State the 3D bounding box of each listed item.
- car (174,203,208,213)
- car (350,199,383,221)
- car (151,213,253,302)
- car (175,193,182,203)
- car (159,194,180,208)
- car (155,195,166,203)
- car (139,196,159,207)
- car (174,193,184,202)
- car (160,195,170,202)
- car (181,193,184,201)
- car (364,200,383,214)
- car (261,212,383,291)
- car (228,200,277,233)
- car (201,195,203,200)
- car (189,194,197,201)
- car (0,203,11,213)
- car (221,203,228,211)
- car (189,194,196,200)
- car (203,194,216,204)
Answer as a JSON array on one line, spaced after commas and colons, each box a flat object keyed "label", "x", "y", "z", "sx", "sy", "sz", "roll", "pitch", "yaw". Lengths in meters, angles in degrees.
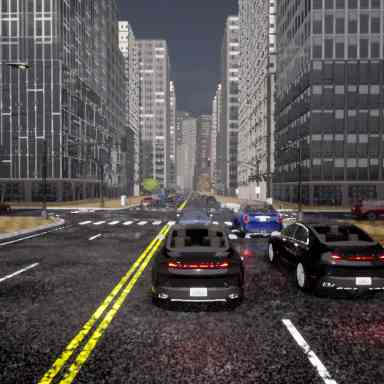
[{"label": "car", "x": 0.146, "y": 1.538, "z": 17.794, "sx": 2.033, "sy": 1.411, "sz": 5.357, "roll": 0, "pitch": 0, "yaw": 0}, {"label": "car", "x": 16.275, "y": 1.519, "z": 28.507, "sx": 5.009, "sy": 1.841, "sz": 2.192, "roll": 1, "pitch": 0, "yaw": 1}, {"label": "car", "x": 0.119, "y": 1.501, "z": 8.239, "sx": 1.837, "sy": 1.490, "sz": 4.892, "roll": 0, "pitch": 0, "yaw": 0}, {"label": "car", "x": -3.183, "y": 1.460, "z": 57.609, "sx": 1.837, "sy": 1.490, "sz": 4.892, "roll": 0, "pitch": 0, "yaw": 0}, {"label": "car", "x": -3.215, "y": 1.471, "z": 48.270, "sx": 1.837, "sy": 1.490, "sz": 4.892, "roll": 0, "pitch": 0, "yaw": 0}, {"label": "car", "x": -6.342, "y": 1.420, "z": 67.651, "sx": 1.882, "sy": 1.535, "sz": 5.008, "roll": 0, "pitch": 0, "yaw": 0}, {"label": "car", "x": -6.460, "y": 1.491, "z": 49.043, "sx": 1.812, "sy": 1.442, "sz": 4.674, "roll": 0, "pitch": 0, "yaw": 2}, {"label": "car", "x": -3.047, "y": 1.154, "z": 77.882, "sx": 2.150, "sy": 2.045, "sz": 5.566, "roll": 0, "pitch": 0, "yaw": 0}, {"label": "car", "x": -6.297, "y": 1.453, "z": 77.922, "sx": 1.812, "sy": 1.442, "sz": 4.674, "roll": 0, "pitch": 0, "yaw": 0}, {"label": "car", "x": -3.098, "y": 1.469, "z": 67.430, "sx": 1.812, "sy": 1.442, "sz": 4.674, "roll": 0, "pitch": 0, "yaw": 1}, {"label": "car", "x": 21.905, "y": 1.643, "z": 36.779, "sx": 4.829, "sy": 1.417, "sz": 1.752, "roll": 1, "pitch": 0, "yaw": 1}, {"label": "car", "x": 3.373, "y": 1.500, "z": 8.946, "sx": 1.837, "sy": 1.490, "sz": 4.892, "roll": 0, "pitch": 0, "yaw": 0}, {"label": "car", "x": 3.395, "y": 1.342, "z": 18.029, "sx": 2.097, "sy": 1.767, "sz": 4.553, "roll": 0, "pitch": 0, "yaw": 0}, {"label": "car", "x": 3.486, "y": 1.387, "z": 90.163, "sx": 1.882, "sy": 1.535, "sz": 5.008, "roll": 0, "pitch": 0, "yaw": 0}, {"label": "car", "x": 0.209, "y": 1.450, "z": 80.180, "sx": 1.812, "sy": 1.442, "sz": 4.674, "roll": 0, "pitch": 0, "yaw": 0}, {"label": "car", "x": -20.031, "y": 1.315, "z": 31.790, "sx": 5.008, "sy": 1.535, "sz": 1.882, "roll": 1, "pitch": 1, "yaw": 1}, {"label": "car", "x": 5.565, "y": 1.575, "z": 37.128, "sx": 4.718, "sy": 1.301, "sz": 1.895, "roll": 1, "pitch": 1, "yaw": 42}, {"label": "car", "x": 0.236, "y": 1.387, "z": 90.175, "sx": 1.882, "sy": 1.535, "sz": 5.008, "roll": 0, "pitch": 0, "yaw": 0}, {"label": "car", "x": 3.511, "y": 1.456, "z": 62.575, "sx": 1.837, "sy": 1.490, "sz": 4.892, "roll": 0, "pitch": 1, "yaw": 0}]
